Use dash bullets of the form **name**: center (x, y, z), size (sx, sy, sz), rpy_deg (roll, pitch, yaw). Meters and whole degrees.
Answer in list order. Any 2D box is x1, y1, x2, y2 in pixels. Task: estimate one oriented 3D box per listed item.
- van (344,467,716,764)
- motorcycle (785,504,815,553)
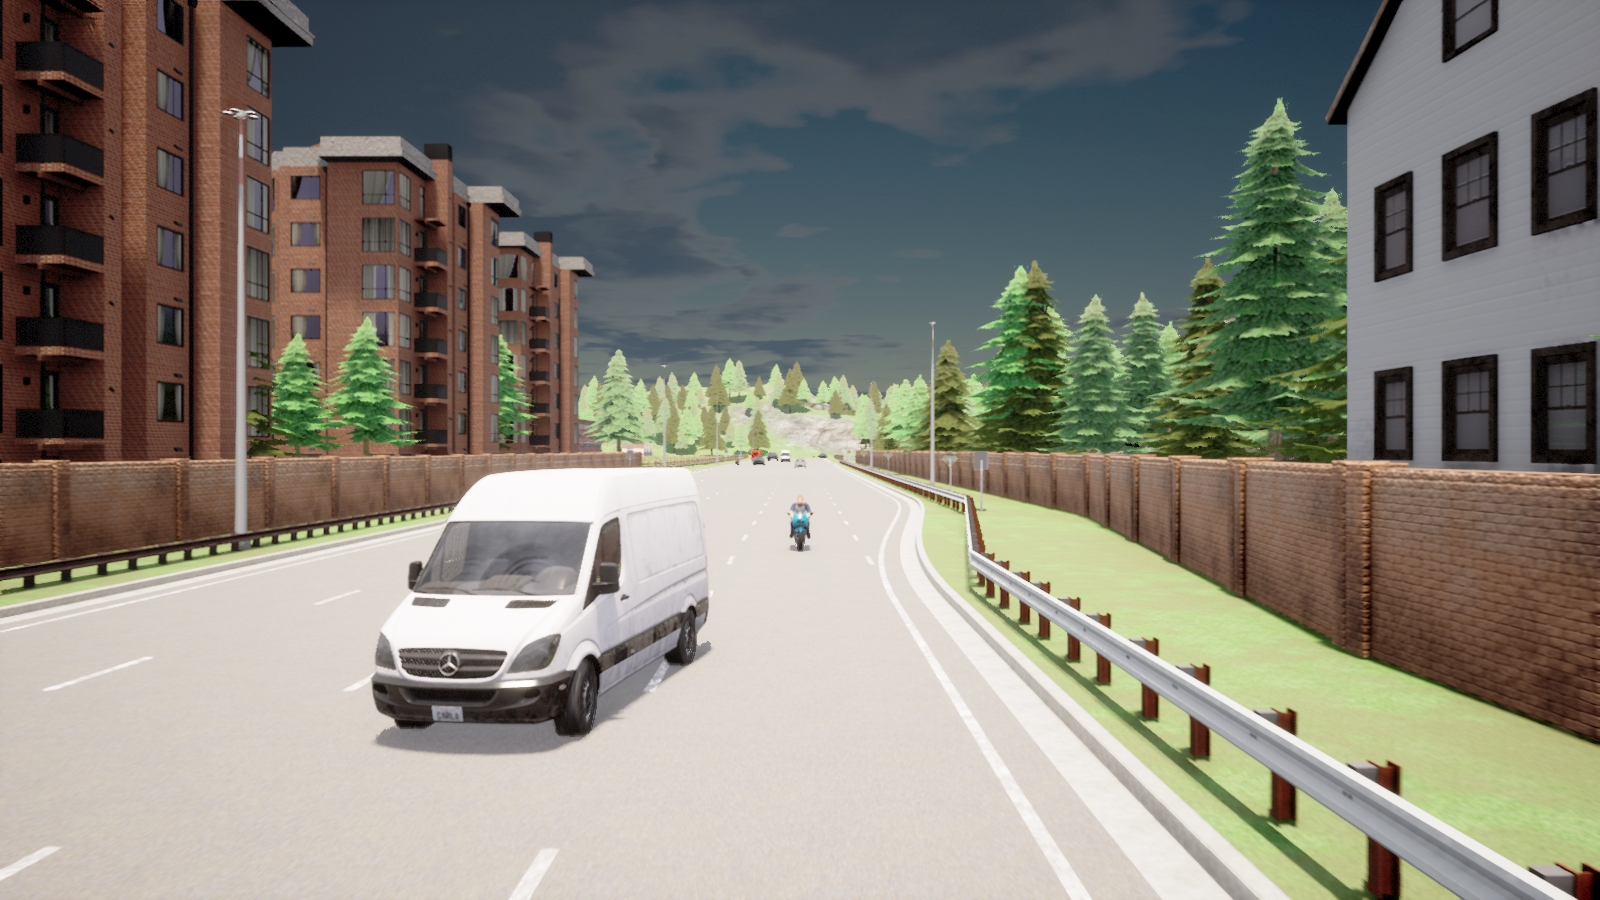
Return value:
- **van**: center (-2.692, 1.523, 13.274), size (1.988, 2.561, 5.915), rpy_deg (0, 0, 10)
- **motorcycle**: center (0.007, 2.160, 31.627), size (0.803, 1.199, 2.033), rpy_deg (0, 1, 0)
